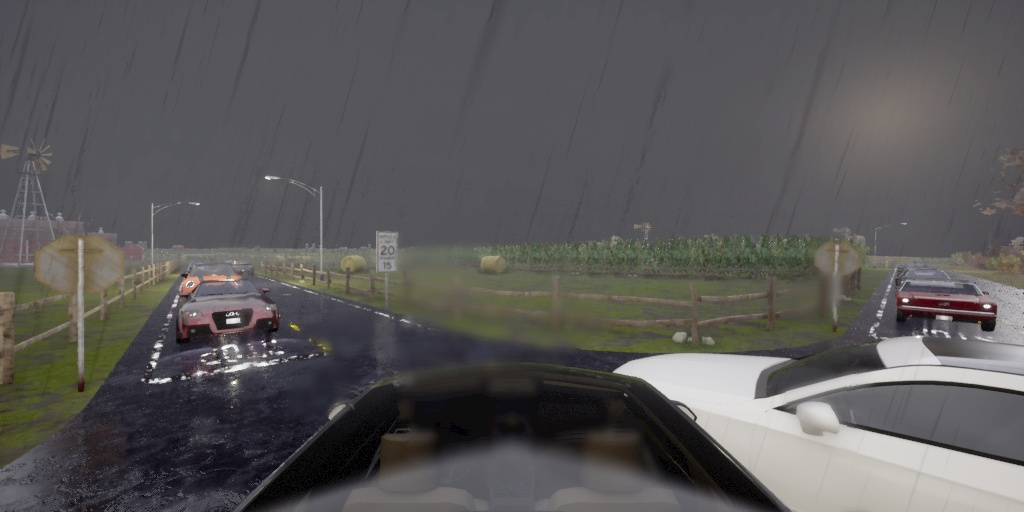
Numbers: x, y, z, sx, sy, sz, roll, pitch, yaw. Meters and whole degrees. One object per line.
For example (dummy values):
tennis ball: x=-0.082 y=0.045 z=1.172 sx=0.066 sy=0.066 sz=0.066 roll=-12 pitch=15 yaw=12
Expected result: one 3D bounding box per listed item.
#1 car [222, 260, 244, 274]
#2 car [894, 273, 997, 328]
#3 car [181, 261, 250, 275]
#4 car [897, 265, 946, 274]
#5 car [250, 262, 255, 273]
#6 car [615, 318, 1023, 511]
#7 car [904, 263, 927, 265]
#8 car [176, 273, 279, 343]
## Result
car: x=-33.625 y=1.292 z=43.170 sx=1.837 sy=1.490 sz=4.892 roll=0 pitch=0 yaw=-41
car: x=13.538 y=1.394 z=11.389 sx=4.718 sy=1.301 sz=1.895 roll=0 pitch=1 yaw=-43
car: x=-13.688 y=1.136 z=16.447 sx=2.097 sy=1.767 sz=4.553 roll=0 pitch=0 yaw=-42
car: x=20.627 y=1.357 z=17.940 sx=5.357 sy=1.411 sz=2.033 roll=0 pitch=1 yaw=-43
car: x=-26.918 y=1.273 z=35.700 sx=2.128 sy=1.511 sz=4.902 roll=0 pitch=0 yaw=-41
car: x=2.842 y=1.294 z=2.347 sx=1.812 sy=1.442 sz=4.674 roll=0 pitch=1 yaw=-44
car: x=27.393 y=1.392 z=24.182 sx=4.181 sy=1.385 sz=1.994 roll=0 pitch=1 yaw=-43
car: x=-7.923 y=1.353 z=9.953 sx=1.994 sy=1.385 sz=4.181 roll=0 pitch=0 yaw=-42
